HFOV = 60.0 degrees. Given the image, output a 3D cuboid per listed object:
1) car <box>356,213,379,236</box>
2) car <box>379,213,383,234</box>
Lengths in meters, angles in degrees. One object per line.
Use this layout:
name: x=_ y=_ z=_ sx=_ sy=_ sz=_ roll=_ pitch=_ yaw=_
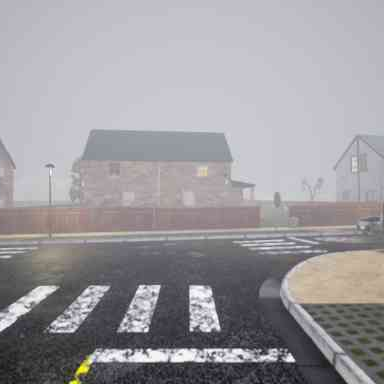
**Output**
car: x=10.596 y=1.414 z=16.439 sx=4.902 sy=1.511 sz=2.128 roll=-1 pitch=-2 yaw=-10
car: x=10.441 y=1.415 z=13.415 sx=4.718 sy=1.301 sz=1.895 roll=-1 pitch=-2 yaw=-10
